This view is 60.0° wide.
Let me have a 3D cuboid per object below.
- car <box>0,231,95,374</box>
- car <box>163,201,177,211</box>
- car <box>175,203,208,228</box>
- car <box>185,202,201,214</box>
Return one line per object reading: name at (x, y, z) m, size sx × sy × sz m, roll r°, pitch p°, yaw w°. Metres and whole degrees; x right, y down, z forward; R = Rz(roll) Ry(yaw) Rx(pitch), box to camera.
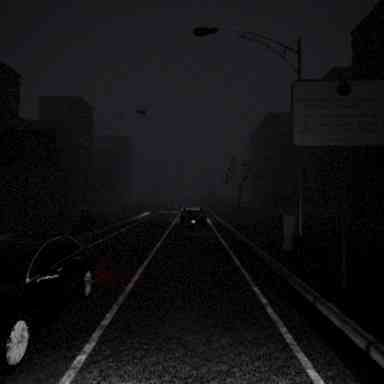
car at (-3.103, 1.519, 5.689) m, size 1.837 × 1.490 × 4.892 m, roll 0°, pitch 0°, yaw 0°
car at (-3.091, 1.944, 47.788) m, size 1.895 × 1.301 × 4.718 m, roll 0°, pitch 2°, yaw 0°
car at (0.092, 1.745, 24.042) m, size 2.128 × 1.511 × 4.902 m, roll 0°, pitch -1°, yaw 0°
car at (0.087, 2.028, 42.106) m, size 1.895 × 1.301 × 4.718 m, roll 0°, pitch 0°, yaw 0°
